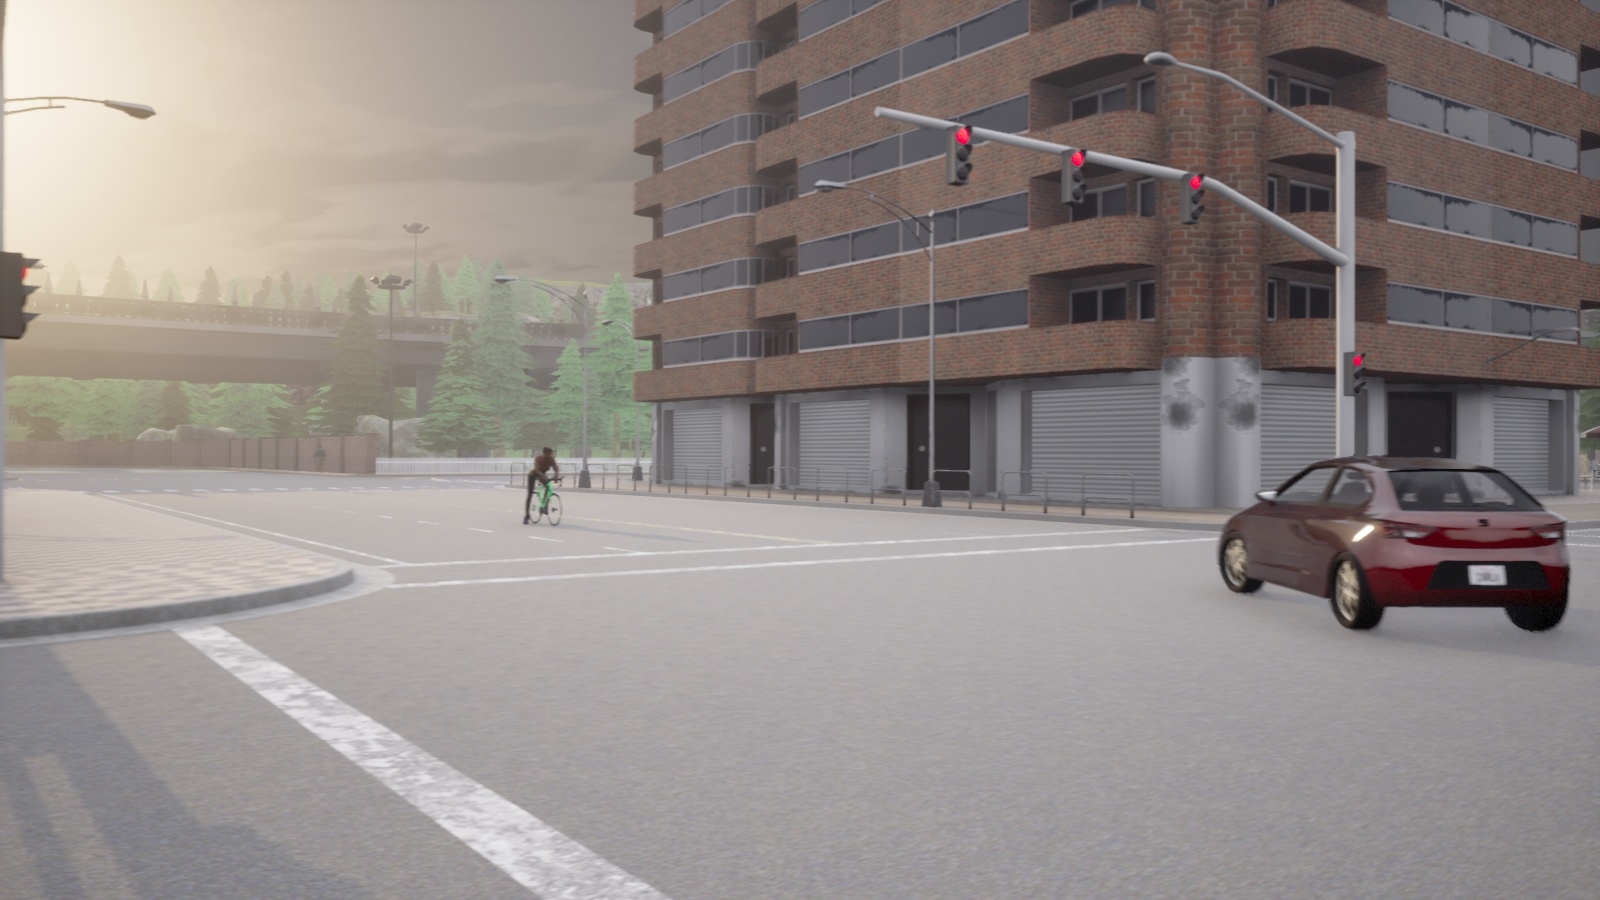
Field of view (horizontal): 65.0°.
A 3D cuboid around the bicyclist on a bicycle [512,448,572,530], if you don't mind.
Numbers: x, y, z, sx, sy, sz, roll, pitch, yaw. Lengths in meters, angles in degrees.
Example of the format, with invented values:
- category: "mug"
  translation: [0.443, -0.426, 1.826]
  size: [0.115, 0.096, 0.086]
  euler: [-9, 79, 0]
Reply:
- category: "bicyclist on a bicycle"
  translation: [-5.318, 0.772, 25.809]
  size: [0.582, 1.620, 1.656]
  euler: [0, 0, -35]

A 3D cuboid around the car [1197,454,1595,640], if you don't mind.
- category: "car"
  translation: [5.383, 0.777, 12.049]
  size: [1.816, 1.474, 4.193]
  euler: [0, 0, 0]
